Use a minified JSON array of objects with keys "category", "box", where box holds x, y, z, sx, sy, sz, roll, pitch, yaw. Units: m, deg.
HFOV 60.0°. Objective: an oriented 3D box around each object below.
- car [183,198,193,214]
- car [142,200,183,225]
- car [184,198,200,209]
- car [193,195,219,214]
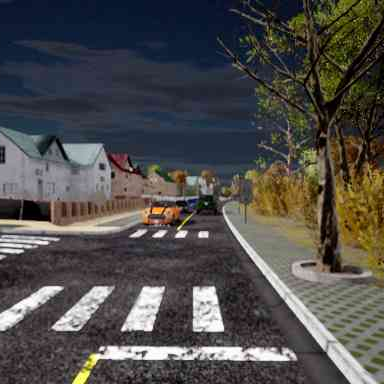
[{"category":"car","box":[-1.219,1.616,36.848,1.812,1.442,4.674,0,0,4]},{"category":"car","box":[-2.146,1.386,24.237,2.097,1.767,4.553,0,0,5]},{"category":"car","box":[0.018,1.710,49.984,1.812,1.442,4.674,0,0,7]},{"category":"car","box":[1.694,1.309,36.504,2.150,2.045,5.566,0,0,5]}]
